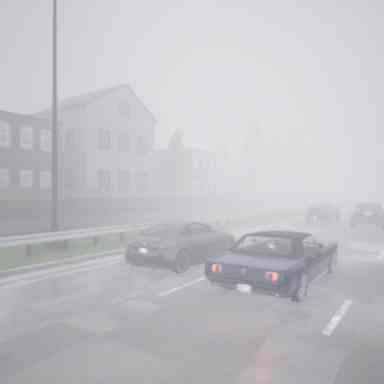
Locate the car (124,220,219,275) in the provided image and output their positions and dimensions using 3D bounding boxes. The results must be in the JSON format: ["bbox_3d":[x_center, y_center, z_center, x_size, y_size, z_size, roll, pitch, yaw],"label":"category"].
[{"bbox_3d":[-0.221,1.621,10.960,1.994,1.385,4.181,0,0,35],"label":"car"}]

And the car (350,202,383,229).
[{"bbox_3d":[12.383,1.467,22.934,2.097,1.767,4.553,0,0,35],"label":"car"}]

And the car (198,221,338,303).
[{"bbox_3d":[2.316,1.645,8.477,1.895,1.301,4.718,0,0,35],"label":"car"}]

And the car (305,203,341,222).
[{"bbox_3d":[10.278,1.637,26.033,1.837,1.490,4.892,0,0,35],"label":"car"}]
